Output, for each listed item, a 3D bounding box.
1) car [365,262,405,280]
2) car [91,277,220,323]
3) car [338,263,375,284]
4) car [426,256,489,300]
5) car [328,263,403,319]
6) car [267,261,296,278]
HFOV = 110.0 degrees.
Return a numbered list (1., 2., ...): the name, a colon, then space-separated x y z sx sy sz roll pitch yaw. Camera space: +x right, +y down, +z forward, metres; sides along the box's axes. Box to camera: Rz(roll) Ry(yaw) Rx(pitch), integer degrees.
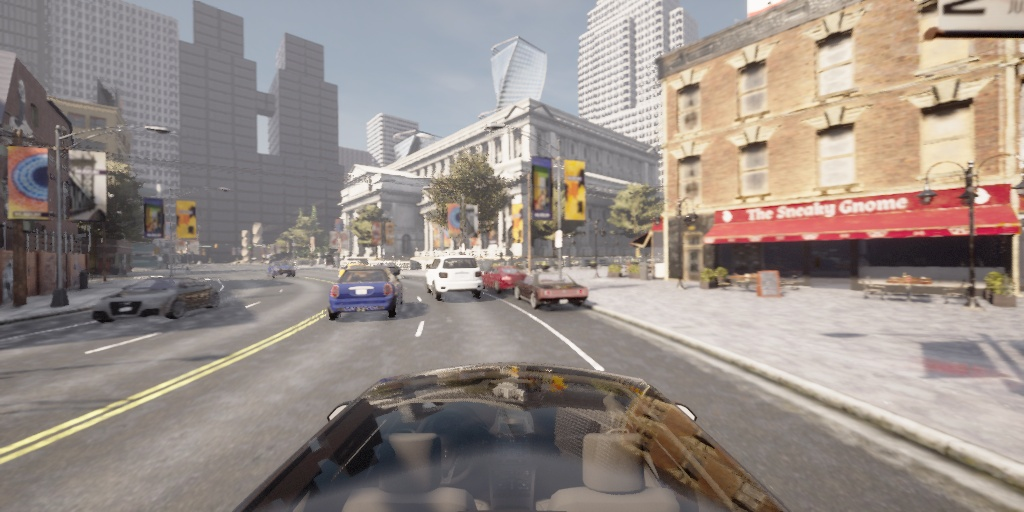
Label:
1. car: -12.344 1.384 34.598 2.128 1.511 4.902 -1 0 -38
2. car: -12.565 1.467 12.991 1.994 1.385 4.181 -1 0 -18
3. car: -12.957 1.380 29.738 1.882 1.535 5.008 0 0 -35
4. car: -3.091 1.005 18.337 2.150 2.045 5.566 -1 0 -19
5. car: -5.280 1.164 13.440 2.097 1.767 4.553 -1 0 -14
6. car: -24.710 1.320 38.407 2.097 1.767 4.553 -1 0 -41
